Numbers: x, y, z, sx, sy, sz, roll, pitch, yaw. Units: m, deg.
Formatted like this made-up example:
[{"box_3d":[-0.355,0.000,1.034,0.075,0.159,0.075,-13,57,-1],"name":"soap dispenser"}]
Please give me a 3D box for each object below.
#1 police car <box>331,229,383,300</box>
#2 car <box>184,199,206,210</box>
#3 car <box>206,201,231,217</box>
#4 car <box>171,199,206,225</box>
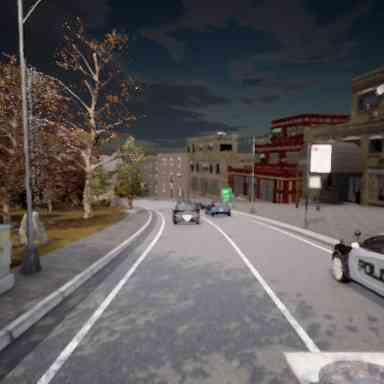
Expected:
[{"box_3d":[4.572,1.460,6.877,1.930,1.638,5.238,0,0,0],"name":"police car"},{"box_3d":[0.323,1.616,44.465,1.895,1.301,4.718,-1,0,-12],"name":"car"},{"box_3d":[2.391,1.582,32.206,1.994,1.385,4.181,0,0,-8],"name":"car"},{"box_3d":[-0.477,1.519,24.058,2.128,1.511,4.902,0,0,-4],"name":"car"}]
